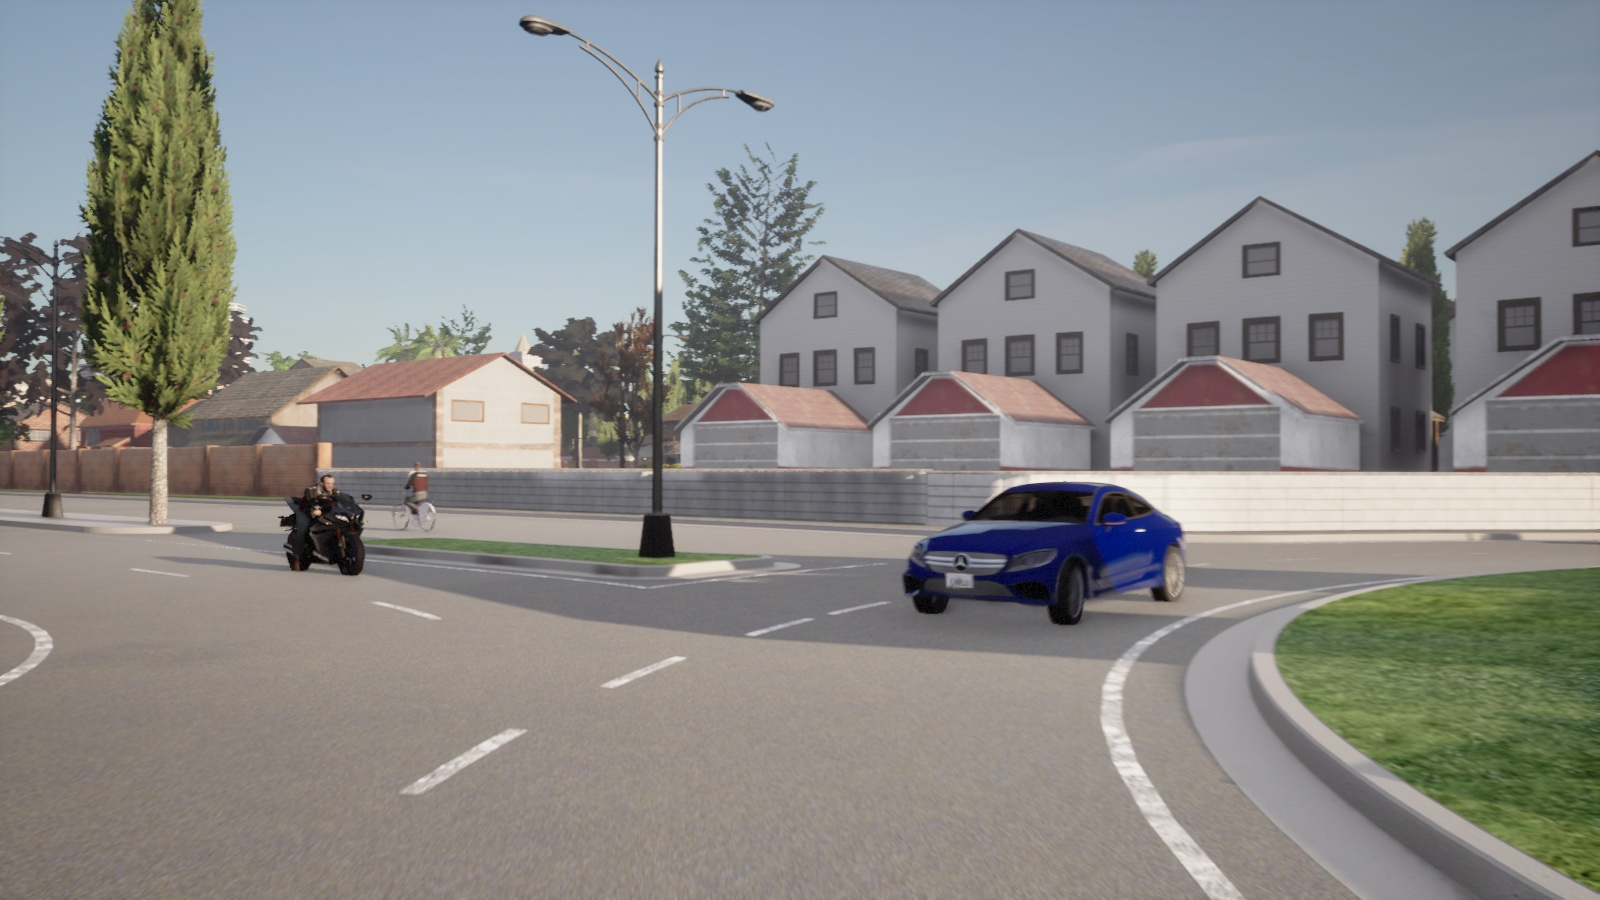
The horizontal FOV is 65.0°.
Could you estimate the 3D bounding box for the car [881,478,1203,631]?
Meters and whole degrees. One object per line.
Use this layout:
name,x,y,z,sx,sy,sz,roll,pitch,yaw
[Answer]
car,2.978,1.071,14.567,1.812,1.442,4.674,-1,-1,37

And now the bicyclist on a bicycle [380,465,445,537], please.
bicyclist on a bicycle,-9.868,1.275,31.939,1.843,1.776,0.659,-1,-1,40

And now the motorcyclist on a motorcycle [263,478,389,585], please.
motorcyclist on a motorcycle,-7.249,1.211,19.160,2.191,1.530,0.866,-2,-2,41
